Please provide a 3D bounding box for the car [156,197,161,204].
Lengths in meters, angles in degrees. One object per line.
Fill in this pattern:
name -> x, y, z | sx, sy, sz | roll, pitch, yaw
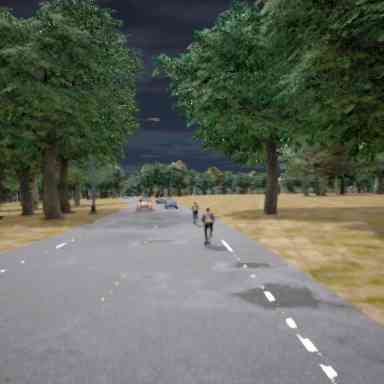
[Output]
car -> -7.029, 1.934, 73.570 | 2.128, 1.511, 4.902 | 0, -1, -11

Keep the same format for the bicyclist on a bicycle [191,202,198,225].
bicyclist on a bicycle -> 0.238, 1.491, 22.569 | 0.582, 1.620, 1.656 | 0, -1, -3

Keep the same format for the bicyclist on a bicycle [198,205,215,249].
bicyclist on a bicycle -> 0.671, 1.462, 13.575 | 0.582, 1.620, 1.656 | 0, 0, -2

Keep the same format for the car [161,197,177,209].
car -> -3.268, 1.761, 50.449 | 2.033, 1.411, 5.357 | 0, 0, -7

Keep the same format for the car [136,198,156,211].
car -> -5.999, 1.508, 42.263 | 2.097, 1.767, 4.553 | 0, 0, -6
